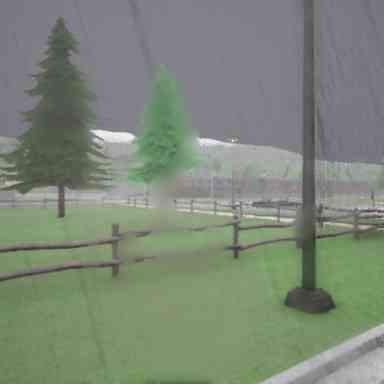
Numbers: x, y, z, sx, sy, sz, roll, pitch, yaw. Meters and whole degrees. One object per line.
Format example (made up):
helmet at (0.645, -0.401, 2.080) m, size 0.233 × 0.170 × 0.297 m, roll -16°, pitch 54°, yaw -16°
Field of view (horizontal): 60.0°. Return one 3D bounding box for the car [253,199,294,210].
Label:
car at (10.107, 1.531, 42.374) m, size 1.895 × 1.301 × 4.718 m, roll 0°, pitch 0°, yaw -35°

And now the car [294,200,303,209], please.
car at (12.972, 1.523, 44.385) m, size 1.895 × 1.301 × 4.718 m, roll 0°, pitch 0°, yaw -35°
